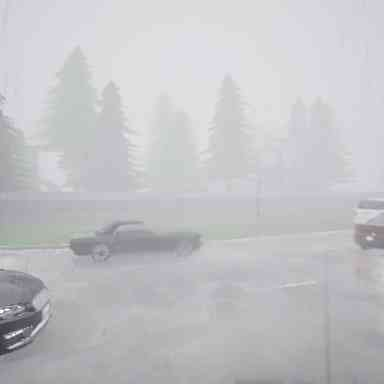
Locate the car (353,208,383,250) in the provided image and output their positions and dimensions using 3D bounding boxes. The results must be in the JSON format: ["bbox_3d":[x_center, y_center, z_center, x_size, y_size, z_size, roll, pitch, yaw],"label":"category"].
[{"bbox_3d":[8.757,1.564,13.441,5.008,1.535,1.882,0,-1,-27],"label":"car"}]

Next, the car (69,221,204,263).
[{"bbox_3d":[-1.989,1.725,12.327,4.718,1.301,1.895,0,-1,-17],"label":"car"}]

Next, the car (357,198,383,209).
[{"bbox_3d":[11.635,1.346,18.899,5.566,2.045,2.150,0,-1,-28],"label":"car"}]

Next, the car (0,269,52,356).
[{"bbox_3d":[-4.632,1.558,4.642,4.902,1.511,2.128,0,0,-9],"label":"car"}]
